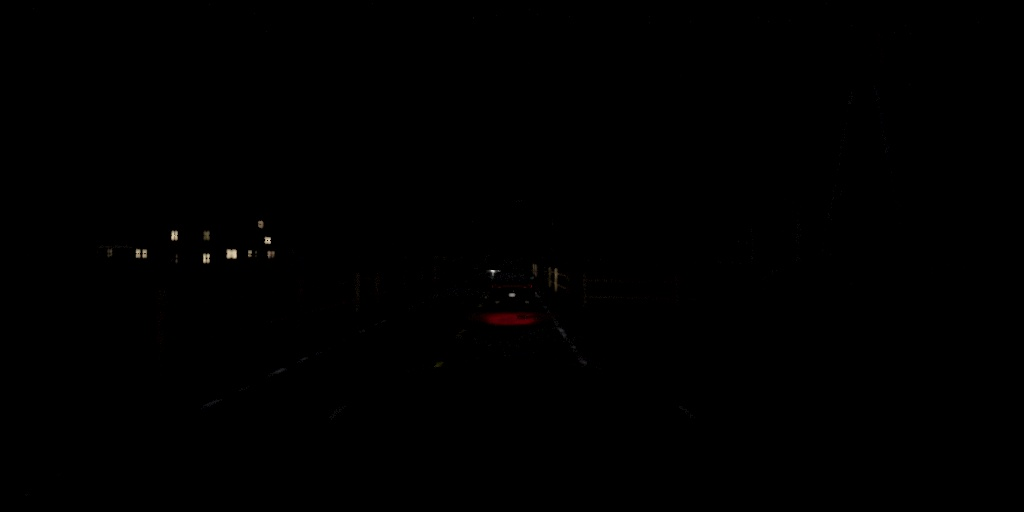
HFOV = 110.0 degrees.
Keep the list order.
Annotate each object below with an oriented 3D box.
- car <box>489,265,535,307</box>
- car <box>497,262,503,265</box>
[{"bbox_3d":[0.013,1.367,16.314,1.882,1.535,5.008,0,0,0],"label":"car"},{"bbox_3d":[0.020,1.526,31.142,2.128,1.511,4.902,0,0,0],"label":"car"}]
